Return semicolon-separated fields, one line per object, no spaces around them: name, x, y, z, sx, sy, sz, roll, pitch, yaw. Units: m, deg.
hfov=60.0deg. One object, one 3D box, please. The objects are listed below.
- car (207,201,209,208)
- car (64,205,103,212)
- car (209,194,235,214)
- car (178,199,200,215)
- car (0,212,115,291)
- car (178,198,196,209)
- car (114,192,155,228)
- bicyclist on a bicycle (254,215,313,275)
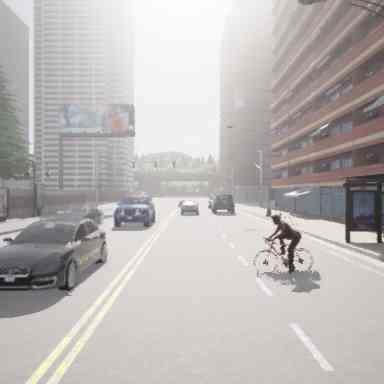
car;3.173;1.547;46.065;2.033;1.411;5.357;0;0;0
car;-7.210;1.547;21.702;2.033;1.411;5.357;0;0;0
car;3.293;1.221;35.879;2.150;2.045;5.566;0;0;0
car;-0.207;1.547;34.420;2.033;1.411;5.357;0;0;0
car;-3.659;1.506;9.075;1.837;1.490;4.892;0;0;0
car;-0.809;1.601;47.756;1.895;1.301;4.718;0;0;-9
car;-3.758;1.225;22.642;2.150;2.045;5.566;0;0;0
bicyclist on a bicycle;2.500;1.451;9.162;1.656;1.620;0.582;-2;0;0
